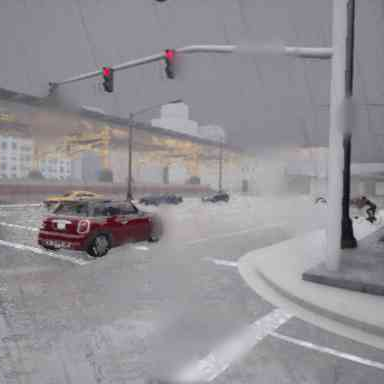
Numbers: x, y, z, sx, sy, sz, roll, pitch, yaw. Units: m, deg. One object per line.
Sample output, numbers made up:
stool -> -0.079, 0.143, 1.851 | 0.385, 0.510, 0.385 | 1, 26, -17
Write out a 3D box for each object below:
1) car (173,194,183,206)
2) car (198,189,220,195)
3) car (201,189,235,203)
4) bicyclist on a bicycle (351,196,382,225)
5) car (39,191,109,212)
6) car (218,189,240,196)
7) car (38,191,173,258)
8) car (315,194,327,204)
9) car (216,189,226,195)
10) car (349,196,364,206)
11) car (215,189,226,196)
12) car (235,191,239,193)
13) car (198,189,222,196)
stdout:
car -> -3.142, 0.734, 34.915 | 2.033, 1.411, 5.357 | 2, 1, 37
car -> 3.852, -0.077, 73.688 | 4.536, 1.218, 1.853 | 1, 1, -10
car -> 3.075, 0.662, 43.224 | 2.128, 1.511, 4.902 | 2, 1, 37
bicyclist on a bicycle -> 10.054, 1.066, 19.193 | 1.656, 1.620, 0.582 | 2, 1, 37
car -> -9.305, 0.680, 26.663 | 1.882, 1.535, 5.008 | 2, 1, 37
car -> 9.226, 0.044, 82.172 | 4.974, 1.542, 2.038 | 1, 1, -25
car -> -2.801, 0.984, 11.452 | 2.097, 1.767, 4.553 | 2, 1, 26
car -> 18.496, 0.983, 46.085 | 1.812, 1.442, 4.674 | 2, 1, 37
car -> 6.651, -0.084, 77.448 | 1.853, 1.218, 4.536 | 1, 1, 0
car -> 21.403, 1.158, 44.127 | 1.895, 1.301, 4.718 | 2, 1, 37
car -> 6.648, 0.074, 77.399 | 2.038, 1.542, 4.974 | 1, 1, 0
car -> 9.182, -0.115, 82.147 | 4.536, 1.218, 1.853 | 1, 1, -25
car -> 3.900, 0.082, 73.700 | 4.974, 1.542, 2.038 | 1, 1, -10
